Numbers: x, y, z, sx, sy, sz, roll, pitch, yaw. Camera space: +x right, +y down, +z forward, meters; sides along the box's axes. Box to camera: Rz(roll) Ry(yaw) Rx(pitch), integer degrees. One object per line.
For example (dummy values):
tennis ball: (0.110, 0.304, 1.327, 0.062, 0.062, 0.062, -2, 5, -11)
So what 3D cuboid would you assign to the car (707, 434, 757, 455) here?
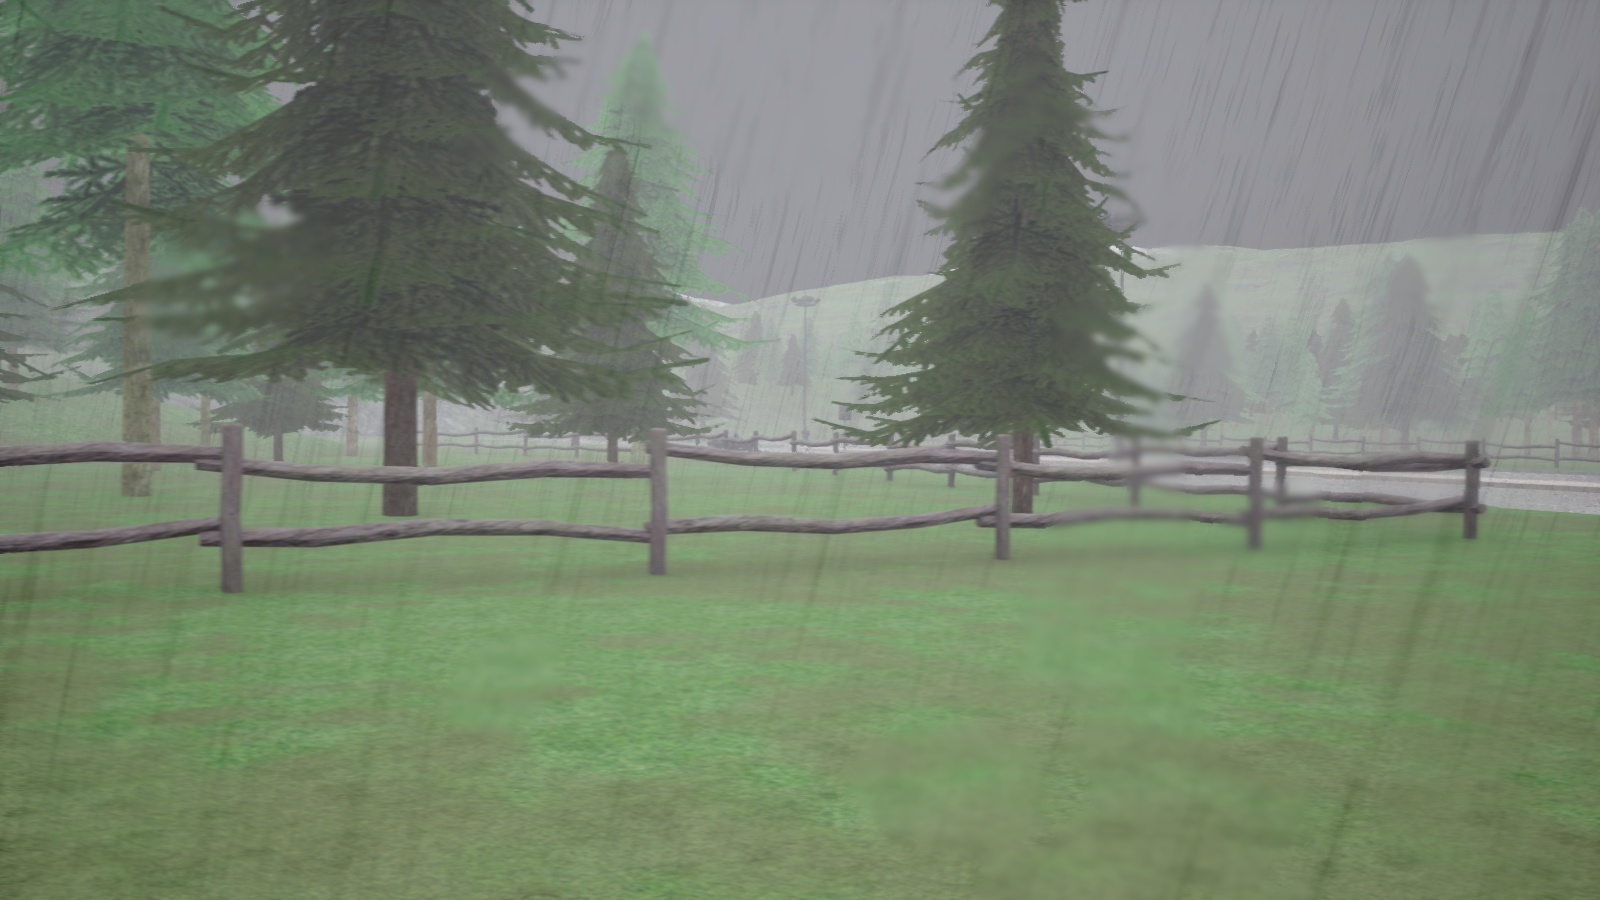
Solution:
car: (-4.378, -0.366, 80.603, 1.895, 1.301, 4.718, -1, 1, -20)
